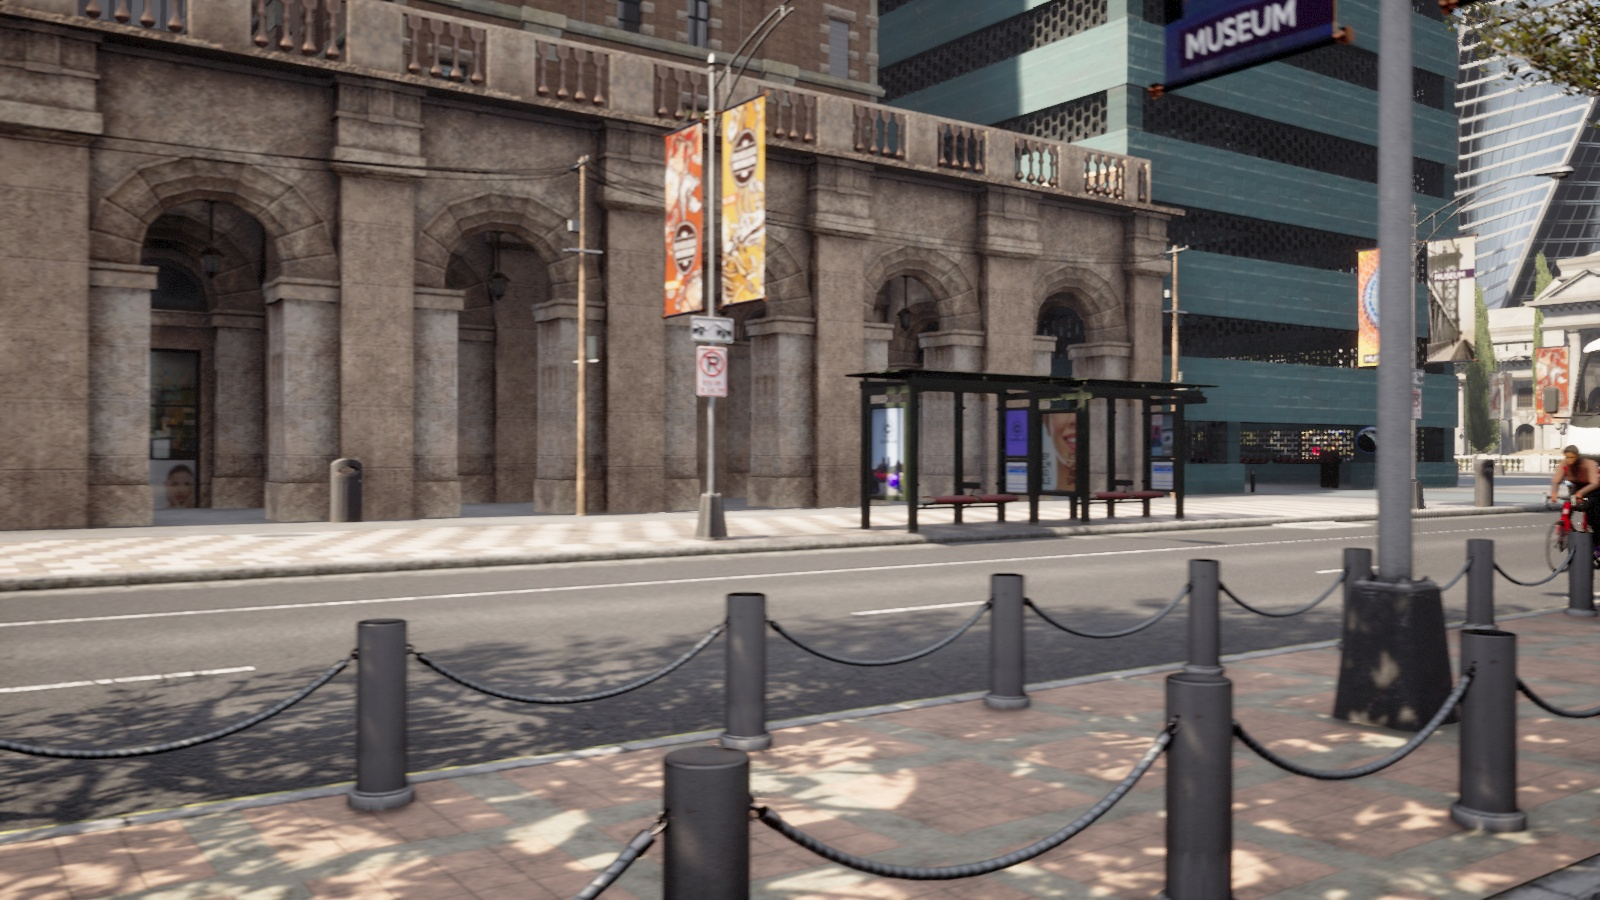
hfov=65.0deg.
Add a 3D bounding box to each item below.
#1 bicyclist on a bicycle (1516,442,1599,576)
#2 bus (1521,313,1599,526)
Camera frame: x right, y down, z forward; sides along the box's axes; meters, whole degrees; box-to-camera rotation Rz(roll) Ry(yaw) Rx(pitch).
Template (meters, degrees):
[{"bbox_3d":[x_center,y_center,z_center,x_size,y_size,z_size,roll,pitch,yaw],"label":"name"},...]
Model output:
[{"bbox_3d":[9.826,0.716,15.981,1.656,1.620,0.582,0,0,-35],"label":"bicyclist on a bicycle"},{"bbox_3d":[20.459,-0.607,27.650,10.273,4.253,3.944,0,0,-35],"label":"bus"}]
